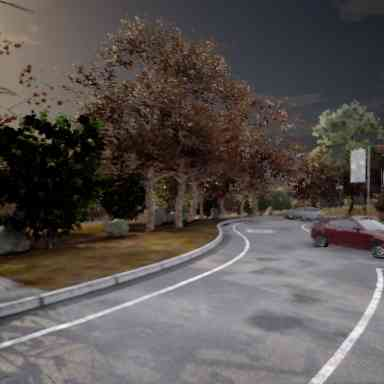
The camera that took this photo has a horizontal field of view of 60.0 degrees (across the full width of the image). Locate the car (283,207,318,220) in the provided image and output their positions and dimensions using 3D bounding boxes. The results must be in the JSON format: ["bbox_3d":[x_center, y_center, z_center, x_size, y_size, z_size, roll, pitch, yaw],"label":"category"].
[{"bbox_3d":[11.512,2.195,34.216,4.718,1.301,1.895,2,-1,-37],"label":"car"}]

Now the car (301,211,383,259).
[{"bbox_3d":[7.081,1.781,14.026,1.812,1.442,4.674,1,-1,-24],"label":"car"}]
